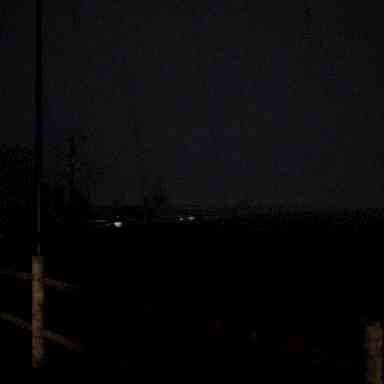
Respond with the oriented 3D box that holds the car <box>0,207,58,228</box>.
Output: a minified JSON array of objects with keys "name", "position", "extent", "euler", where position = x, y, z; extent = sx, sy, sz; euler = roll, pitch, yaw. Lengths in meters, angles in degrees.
[{"name":"car","position":[-12.361,1.860,25.058],"extent":[1.994,1.385,4.181],"euler":[1,-1,35]}]

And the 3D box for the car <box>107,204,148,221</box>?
[{"name":"car","position":[-6.305,2.022,33.533],"extent":[1.837,1.490,4.892],"euler":[1,0,35]}]

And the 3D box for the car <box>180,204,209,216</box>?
[{"name":"car","position":[0.404,2.289,42.916],"extent":[1.812,1.442,4.674],"euler":[1,0,35]}]
